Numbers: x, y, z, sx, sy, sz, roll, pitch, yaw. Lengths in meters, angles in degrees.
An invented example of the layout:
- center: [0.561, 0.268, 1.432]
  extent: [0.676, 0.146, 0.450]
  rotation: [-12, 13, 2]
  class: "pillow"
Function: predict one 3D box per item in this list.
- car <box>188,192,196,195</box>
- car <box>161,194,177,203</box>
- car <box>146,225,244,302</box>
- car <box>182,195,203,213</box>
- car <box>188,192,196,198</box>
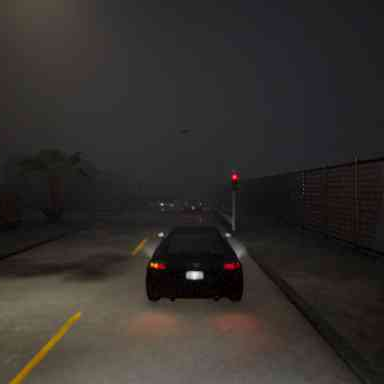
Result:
- center: [0.002, 0.972, 76.162]
  extent: [1.812, 1.442, 4.674]
  rotation: [0, 0, 0]
  class: "car"
- center: [-4.061, 1.109, 55.520]
  extent: [1.837, 1.490, 4.892]
  rotation: [0, 0, 0]
  class: "car"
- center: [0.064, 1.504, 8.194]
  extent: [1.994, 1.385, 4.181]
  rotation: [0, 0, 0]
  class: "car"
- center: [0.090, 1.283, 33.883]
  extent: [1.812, 1.442, 4.674]
  rotation: [0, 0, 0]
  class: "car"
- center: [0.001, 0.694, 86.164]
  extent: [1.882, 1.535, 5.008]
  rotation: [0, 0, 0]
  class: "car"
